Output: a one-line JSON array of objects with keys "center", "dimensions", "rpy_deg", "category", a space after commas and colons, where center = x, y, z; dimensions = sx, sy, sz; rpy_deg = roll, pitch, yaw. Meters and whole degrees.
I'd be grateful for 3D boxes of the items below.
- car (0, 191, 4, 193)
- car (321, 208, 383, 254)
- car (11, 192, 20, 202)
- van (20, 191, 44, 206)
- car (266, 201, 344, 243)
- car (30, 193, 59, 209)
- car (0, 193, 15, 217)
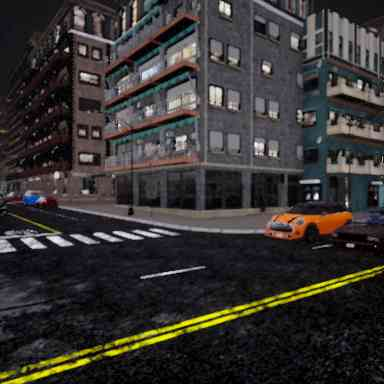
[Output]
[{"center": [-35.794, 0.542, 61.734], "dimensions": [2.008, 1.369, 4.403], "rpy_deg": [1, 0, -37], "category": "car"}, {"center": [7.700, 1.460, 13.168], "dimensions": [5.357, 1.411, 2.033], "rpy_deg": [0, 0, -35], "category": "car"}, {"center": [-25.555, 0.684, 48.315], "dimensions": [1.967, 1.590, 4.097], "rpy_deg": [1, 0, -37], "category": "car"}, {"center": [-18.703, 0.753, 39.391], "dimensions": [1.690, 1.788, 3.998], "rpy_deg": [1, 0, -37], "category": "van"}, {"center": [5.591, 1.267, 15.654], "dimensions": [4.553, 1.767, 2.097], "rpy_deg": [0, 0, -35], "category": "car"}, {"center": [-15.258, 1.078, 34.948], "dimensions": [1.802, 1.307, 4.206], "rpy_deg": [1, 0, -37], "category": "car"}, {"center": [-15.365, 1.081, 25.387], "dimensions": [2.128, 1.511, 4.902], "rpy_deg": [0, 1, -37], "category": "car"}]
